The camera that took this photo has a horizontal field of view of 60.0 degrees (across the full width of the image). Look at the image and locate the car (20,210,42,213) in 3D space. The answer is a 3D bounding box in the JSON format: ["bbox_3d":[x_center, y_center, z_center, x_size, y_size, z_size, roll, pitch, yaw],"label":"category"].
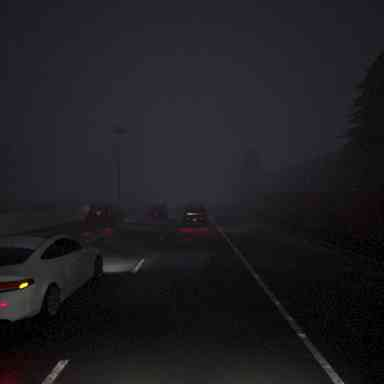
[{"bbox_3d":[-17.380,1.878,37.433,2.128,1.511,4.902,0,-1,1],"label":"car"}]

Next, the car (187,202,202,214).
[{"bbox_3d":[0.302,1.978,42.340,1.812,1.442,4.674,0,-1,0],"label":"car"}]

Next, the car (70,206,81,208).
[{"bbox_3d":[-20.724,2.116,60.555,2.128,1.511,4.902,0,-1,1],"label":"car"}]

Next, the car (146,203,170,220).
[{"bbox_3d":[-3.243,1.822,32.453,1.882,1.535,5.008,0,-1,0],"label":"car"}]

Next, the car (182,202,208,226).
[{"bbox_3d":[0.223,1.768,25.826,2.128,1.511,4.902,0,-1,0],"label":"car"}]

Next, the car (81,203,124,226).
[{"bbox_3d":[-6.774,1.628,26.278,2.097,1.767,4.553,0,-1,0],"label":"car"}]

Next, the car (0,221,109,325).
[{"bbox_3d":[-3.357,1.601,7.184,1.812,1.442,4.674,0,-1,0],"label":"car"}]
